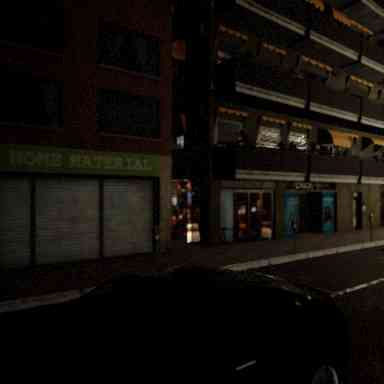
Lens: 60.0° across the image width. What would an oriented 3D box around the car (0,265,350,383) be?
[{"bbox_3d":[-0.300,1.543,3.173,4.674,1.442,1.812,1,-1,-36],"label":"car"}]
